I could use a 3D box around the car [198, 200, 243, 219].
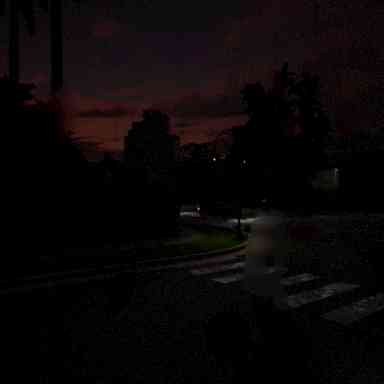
[{"bbox_3d":[2.472,1.550,30.113,1.837,1.490,4.892,0,0,-36],"label":"car"}]
